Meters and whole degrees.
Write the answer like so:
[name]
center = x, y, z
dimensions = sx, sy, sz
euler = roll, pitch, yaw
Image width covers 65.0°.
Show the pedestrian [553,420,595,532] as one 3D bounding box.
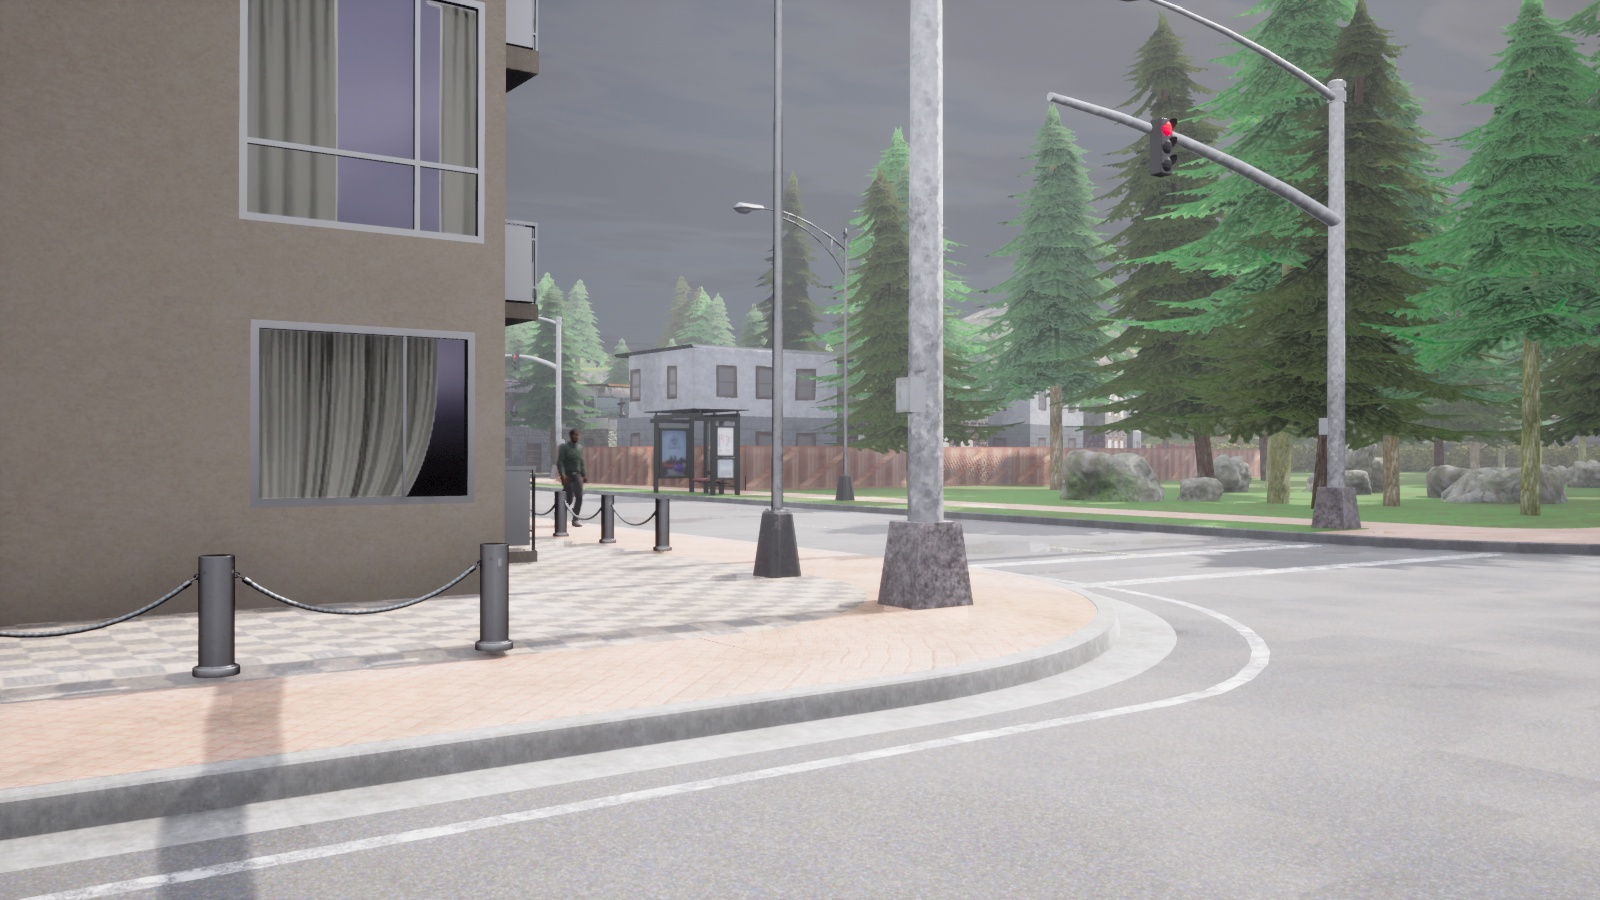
[pedestrian]
center = -4.010, 0.453, 22.243
dimensions = 0.423, 1.949, 0.788
euler = 0, 0, -38
